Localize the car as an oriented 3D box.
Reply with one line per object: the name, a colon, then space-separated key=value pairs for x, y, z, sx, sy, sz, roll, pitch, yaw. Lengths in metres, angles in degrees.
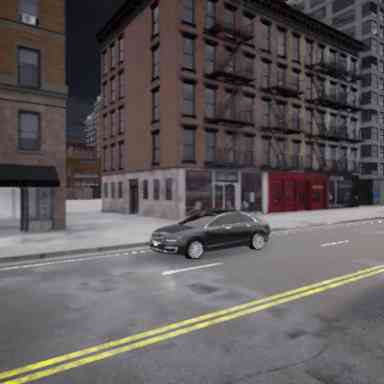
car: x=0.804 y=1.434 z=12.222 sx=4.892 sy=1.490 sz=1.837 roll=0 pitch=0 yaw=-35
